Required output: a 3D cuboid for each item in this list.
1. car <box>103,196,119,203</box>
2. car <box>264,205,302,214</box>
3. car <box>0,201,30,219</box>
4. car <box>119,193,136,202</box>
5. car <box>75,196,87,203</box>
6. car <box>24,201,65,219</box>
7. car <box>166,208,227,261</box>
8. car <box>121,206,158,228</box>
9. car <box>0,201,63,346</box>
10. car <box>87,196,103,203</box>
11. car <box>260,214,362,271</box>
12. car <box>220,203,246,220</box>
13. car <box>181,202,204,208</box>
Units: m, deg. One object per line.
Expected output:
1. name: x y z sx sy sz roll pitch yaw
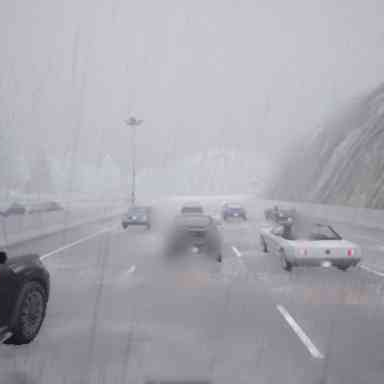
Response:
1. car: -17.260 1.608 73.223 2.128 1.511 4.902 0 0 3
2. car: 7.024 1.694 26.167 1.895 1.301 4.718 0 0 0
3. car: -17.680 1.671 32.015 1.812 1.442 4.674 0 0 0
4. car: -13.771 1.306 72.938 2.150 2.045 5.566 0 0 3
5. car: -24.242 1.612 73.735 1.812 1.442 4.674 0 0 3
6. car: -14.182 1.647 32.276 1.837 1.490 4.892 0 0 0
7. car: 0.062 1.553 12.509 1.837 1.490 4.892 0 0 0
8. car: -3.474 1.640 22.661 2.033 1.411 5.357 0 0 0
9. car: -3.446 1.242 3.262 2.150 2.045 5.566 0 0 0
10. car: -20.751 1.625 73.478 2.033 1.411 5.357 0 0 3
11. car: 3.566 1.640 11.050 1.895 1.301 4.718 0 0 0
12. car: 3.508 1.633 28.782 1.812 1.442 4.674 0 0 0
13. car: 0.018 1.591 29.302 1.882 1.535 5.008 0 0 0
